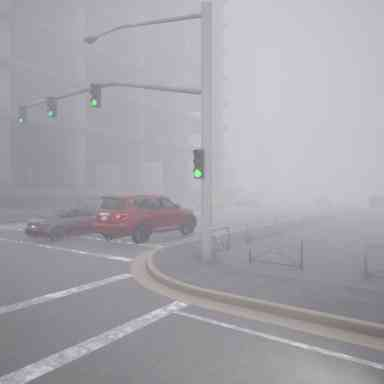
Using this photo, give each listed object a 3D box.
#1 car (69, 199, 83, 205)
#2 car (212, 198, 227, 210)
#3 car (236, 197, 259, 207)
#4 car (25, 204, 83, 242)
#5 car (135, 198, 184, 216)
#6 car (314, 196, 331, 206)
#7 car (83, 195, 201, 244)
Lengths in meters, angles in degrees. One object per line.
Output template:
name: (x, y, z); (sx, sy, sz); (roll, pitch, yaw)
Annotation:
car: (-8.329, 1.296, 25.407); (2.097, 1.767, 4.553); (0, 0, 36)
car: (2.385, 1.422, 40.519); (1.882, 1.535, 5.008); (0, 0, 36)
car: (8.246, 1.470, 48.734); (1.812, 1.442, 4.674); (0, 0, 36)
car: (-5.864, 1.508, 16.386); (1.994, 1.385, 4.181); (0, 0, 35)
car: (-3.065, 1.436, 32.831); (2.128, 1.511, 4.902); (0, 0, 35)
car: (21.844, 1.422, 55.548); (1.882, 1.535, 5.008); (0, 0, 35)
car: (-2.034, 1.163, 15.756); (2.150, 2.045, 5.566); (0, 0, 35)
